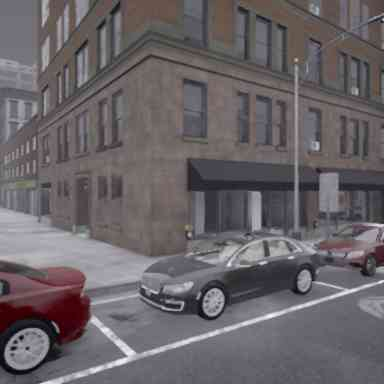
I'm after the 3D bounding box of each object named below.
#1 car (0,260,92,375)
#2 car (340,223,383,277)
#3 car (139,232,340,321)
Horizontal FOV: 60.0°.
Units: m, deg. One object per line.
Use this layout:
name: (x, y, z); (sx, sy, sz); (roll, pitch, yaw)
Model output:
car: (-3.546, 1.539, 4.010); (4.507, 1.381, 1.887); (1, -1, -36)
car: (5.535, 1.672, 10.505); (4.206, 1.307, 1.802); (1, -1, -36)
car: (0.994, 1.592, 7.258); (4.403, 1.369, 2.008); (1, -1, -36)
